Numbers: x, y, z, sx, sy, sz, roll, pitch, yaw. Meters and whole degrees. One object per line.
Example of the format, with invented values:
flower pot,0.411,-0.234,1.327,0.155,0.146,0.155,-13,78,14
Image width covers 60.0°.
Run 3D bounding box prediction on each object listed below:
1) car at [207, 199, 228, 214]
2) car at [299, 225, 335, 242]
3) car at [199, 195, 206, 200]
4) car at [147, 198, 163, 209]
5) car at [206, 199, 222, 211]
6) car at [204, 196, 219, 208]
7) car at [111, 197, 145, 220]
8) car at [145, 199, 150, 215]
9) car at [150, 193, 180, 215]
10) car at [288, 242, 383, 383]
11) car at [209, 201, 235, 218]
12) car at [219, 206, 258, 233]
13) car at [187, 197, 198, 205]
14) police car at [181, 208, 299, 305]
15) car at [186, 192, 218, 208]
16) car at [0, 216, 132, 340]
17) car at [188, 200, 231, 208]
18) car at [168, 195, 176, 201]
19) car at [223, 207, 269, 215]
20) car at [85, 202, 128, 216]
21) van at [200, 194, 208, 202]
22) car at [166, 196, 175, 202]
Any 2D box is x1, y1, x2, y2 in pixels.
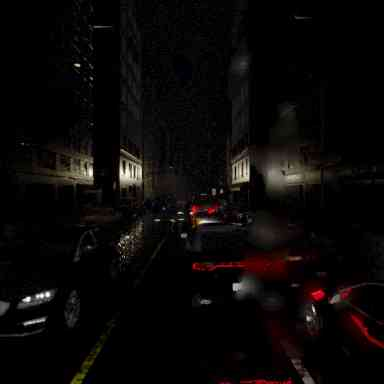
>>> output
car,2.731,1.559,36.622,2.008,1.369,4.403,0,0,0
car,2.660,1.546,9.027,1.887,1.381,4.507,0,0,0
car,2.874,1.601,91.622,1.802,1.307,4.206,0,0,0
car,-5.266,1.536,47.502,1.752,1.417,4.829,0,0,0
car,2.745,1.591,42.141,1.802,1.307,4.206,0,0,0
car,2.760,1.451,47.660,1.967,1.590,4.097,0,0,0
car,-5.323,1.320,25.599,2.192,1.841,5.009,0,0,0
car,-5.308,1.588,31.117,1.802,1.307,4.206,0,0,0
car,-2.660,1.229,34.244,2.150,2.045,5.566,0,0,0
car,2.645,1.566,3.509,1.947,1.339,4.313,0,0,0
car,2.717,1.557,31.104,2.008,1.369,4.403,0,0,0
car,2.688,1.586,20.065,1.802,1.307,4.206,0,0,0
car,0.152,1.614,58.945,1.895,1.301,4.718,0,0,0
police car,0.747,1.426,8.298,1.930,1.638,5.238,0,0,-2
car,0.887,1.229,24.242,2.150,2.045,5.566,0,0,0
car,-2.831,1.492,6.878,2.128,1.511,4.902,0,0,0
car,0.855,1.460,18.405,1.801,1.575,5.366,0,0,0
car,-5.166,1.563,85.954,1.887,1.381,4.507,0,0,0
car,2.674,1.553,14.546,2.008,1.369,4.403,0,0,0
car,-5.333,1.529,19.912,1.752,1.417,4.829,0,0,0
van,2.844,1.358,80.260,1.690,1.788,3.998,0,0,0
car,-5.181,1.568,80.272,2.008,1.369,4.403,0,0,0
